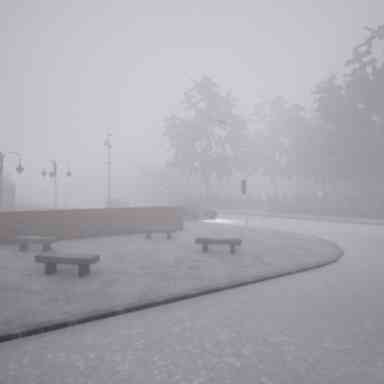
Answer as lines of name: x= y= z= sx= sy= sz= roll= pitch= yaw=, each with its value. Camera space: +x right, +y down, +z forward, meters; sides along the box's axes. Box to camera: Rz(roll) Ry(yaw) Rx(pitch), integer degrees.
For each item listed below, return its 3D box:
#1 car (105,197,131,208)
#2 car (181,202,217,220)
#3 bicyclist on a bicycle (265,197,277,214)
car: x=-9.220 y=1.452 z=41.032 sx=1.837 sy=1.490 sz=4.892 roll=0 pitch=0 yaw=-35
car: x=0.232 y=1.509 z=27.720 sx=1.994 sy=1.385 sz=4.181 roll=0 pitch=0 yaw=-36
bicyclist on a bicycle: x=7.562 y=1.266 z=31.898 sx=1.656 sy=1.620 sz=0.582 roll=-1 pitch=0 yaw=-36
